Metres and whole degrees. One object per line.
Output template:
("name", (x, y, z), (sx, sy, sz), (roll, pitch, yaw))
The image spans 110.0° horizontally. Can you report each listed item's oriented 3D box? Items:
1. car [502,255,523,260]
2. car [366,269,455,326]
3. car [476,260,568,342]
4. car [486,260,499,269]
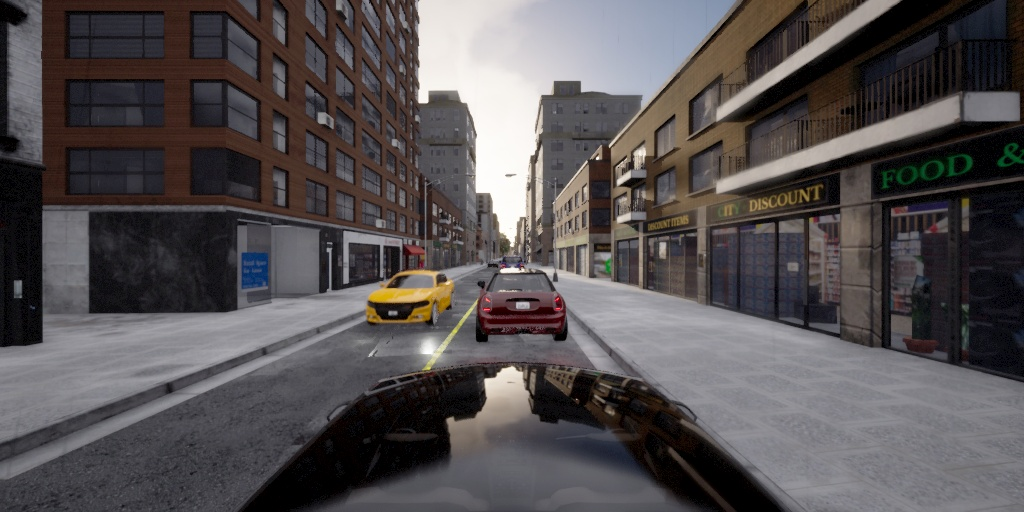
("car", (0.038, 0.976, 31.104), (2.150, 2.045, 5.566), (0, 0, 0))
("car", (-3.121, 1.227, 11.890), (1.882, 1.535, 5.008), (0, 0, 0))
("car", (0.115, 1.102, 9.958), (2.097, 1.767, 4.553), (0, 0, -3))
("car", (-3.121, 1.376, 59.219), (1.895, 1.301, 4.718), (0, 0, 0))
